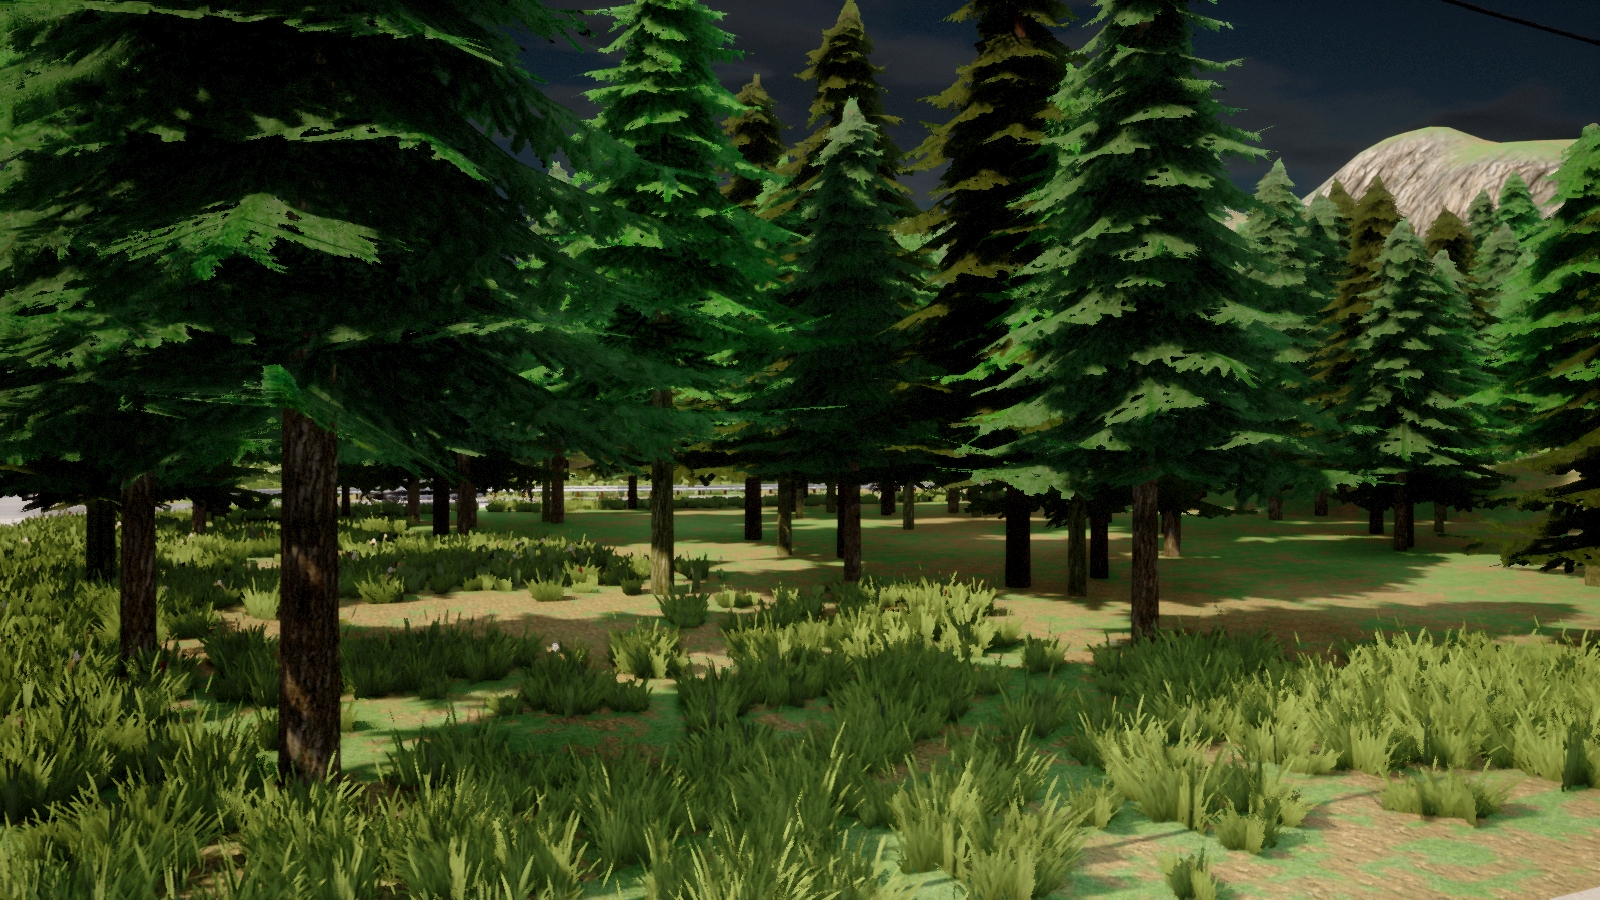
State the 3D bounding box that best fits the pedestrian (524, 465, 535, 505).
[{"bbox_3d":[-12.947,1.670,54.675,0.375,1.860,0.375,0,0,-39],"label":"pedestrian"}]
